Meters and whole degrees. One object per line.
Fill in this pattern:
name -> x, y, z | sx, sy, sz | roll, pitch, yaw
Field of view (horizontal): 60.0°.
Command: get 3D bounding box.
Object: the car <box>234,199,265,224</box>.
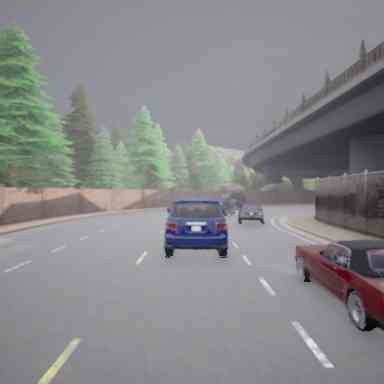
car -> 4.496, 1.538, 25.093 | 2.033, 1.411, 5.357 | 0, 0, 10

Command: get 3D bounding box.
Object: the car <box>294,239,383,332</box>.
car -> 3.595, 1.606, 6.766 | 1.895, 1.301, 4.718 | 0, 0, 1

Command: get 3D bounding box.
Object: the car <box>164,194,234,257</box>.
car -> 0.157, 1.212, 13.025 | 2.150, 2.045, 5.566 | 0, 0, 1

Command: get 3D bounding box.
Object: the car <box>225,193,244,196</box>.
car -> 5.264, 1.194, 46.974 | 5.566, 2.045, 2.150 | 0, 0, -42

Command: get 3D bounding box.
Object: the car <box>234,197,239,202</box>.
car -> 2.737, 1.505, 30.925 | 1.812, 1.442, 4.674 | 0, 0, 21

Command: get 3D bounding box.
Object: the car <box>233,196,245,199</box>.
car -> 5.348, 1.542, 41.950 | 1.994, 1.385, 4.181 | 0, 0, 42
